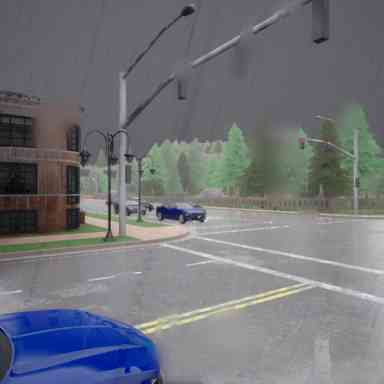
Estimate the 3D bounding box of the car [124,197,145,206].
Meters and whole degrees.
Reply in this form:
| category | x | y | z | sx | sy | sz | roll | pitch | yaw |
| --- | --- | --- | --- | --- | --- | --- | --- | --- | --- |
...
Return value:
| category | x | y | z | sx | sy | sz | roll | pitch | yaw |
| --- | --- | --- | --- | --- | --- | --- | --- | --- | --- |
| car | -9.828 | 1.526 | 56.668 | 1.812 | 1.442 | 4.674 | 0 | 0 | -35 |

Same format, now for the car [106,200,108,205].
| category | x | y | z | sx | sy | sz | roll | pitch | yaw |
| --- | --- | --- | --- | --- | --- | --- | --- | --- | --- |
| car | -12.626 | 1.564 | 54.562 | 1.994 | 1.385 | 4.181 | 0 | 0 | -35 |

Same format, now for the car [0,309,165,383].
| category | x | y | z | sx | sy | sz | roll | pitch | yaw |
| --- | --- | --- | --- | --- | --- | --- | --- | --- | --- |
| car | -2.501 | 1.478 | 1.957 | 5.008 | 1.535 | 1.882 | 0 | 0 | -36 |

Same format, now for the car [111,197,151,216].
| category | x | y | z | sx | sy | sz | roll | pitch | yaw |
| --- | --- | --- | --- | --- | --- | --- | --- | --- | --- |
| car | -6.195 | 1.526 | 32.833 | 1.812 | 1.442 | 4.674 | 0 | 0 | -35 |

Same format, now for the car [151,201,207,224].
| category | x | y | z | sx | sy | sz | roll | pitch | yaw |
| --- | --- | --- | --- | --- | --- | --- | --- | --- | --- |
| car | -0.919 | 1.478 | 25.274 | 1.882 | 1.535 | 5.008 | 0 | 0 | -35 |

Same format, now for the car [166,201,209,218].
| category | x | y | z | sx | sy | sz | roll | pitch | yaw |
| --- | --- | --- | --- | --- | --- | --- | --- | --- | --- |
| car | -0.491 | 1.564 | 30.776 | 1.994 | 1.385 | 4.181 | 0 | 0 | -35 |
